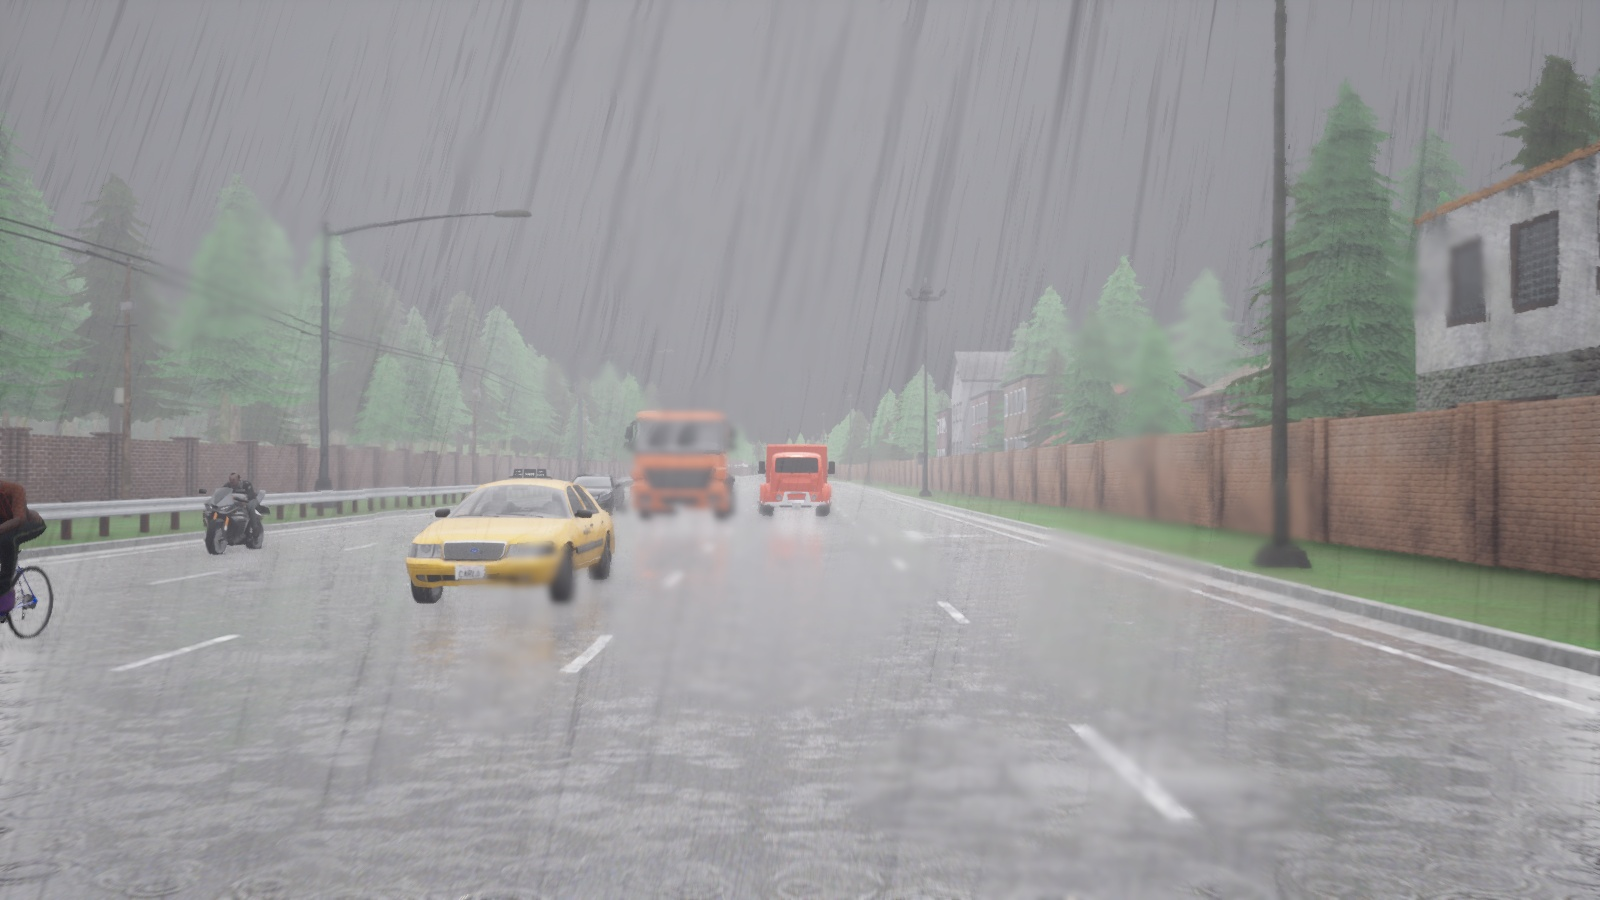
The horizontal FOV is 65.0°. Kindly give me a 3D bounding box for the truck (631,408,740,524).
[{"bbox_3d":[-3.607,0.542,41.488,2.891,3.462,7.936,0,-1,0],"label":"truck"}]

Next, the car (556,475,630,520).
[{"bbox_3d":[-7.108,1.598,43.569,1.812,1.442,4.674,0,-1,0],"label":"car"}]

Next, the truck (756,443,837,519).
[{"bbox_3d":[-0.110,1.054,43.328,2.627,2.467,5.204,0,-1,0],"label":"truck"}]

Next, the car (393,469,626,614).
[{"bbox_3d":[-3.541,1.042,16.381,1.801,1.575,5.366,0,-1,0],"label":"car"}]

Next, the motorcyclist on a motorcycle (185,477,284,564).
[{"bbox_3d":[-10.559,1.286,23.530,0.866,1.530,2.191,0,-1,0],"label":"motorcyclist on a motorcycle"}]

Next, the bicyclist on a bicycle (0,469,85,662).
[{"bbox_3d":[-7.028,0.980,11.009,0.582,1.620,1.656,0,-1,0],"label":"bicyclist on a bicycle"}]
